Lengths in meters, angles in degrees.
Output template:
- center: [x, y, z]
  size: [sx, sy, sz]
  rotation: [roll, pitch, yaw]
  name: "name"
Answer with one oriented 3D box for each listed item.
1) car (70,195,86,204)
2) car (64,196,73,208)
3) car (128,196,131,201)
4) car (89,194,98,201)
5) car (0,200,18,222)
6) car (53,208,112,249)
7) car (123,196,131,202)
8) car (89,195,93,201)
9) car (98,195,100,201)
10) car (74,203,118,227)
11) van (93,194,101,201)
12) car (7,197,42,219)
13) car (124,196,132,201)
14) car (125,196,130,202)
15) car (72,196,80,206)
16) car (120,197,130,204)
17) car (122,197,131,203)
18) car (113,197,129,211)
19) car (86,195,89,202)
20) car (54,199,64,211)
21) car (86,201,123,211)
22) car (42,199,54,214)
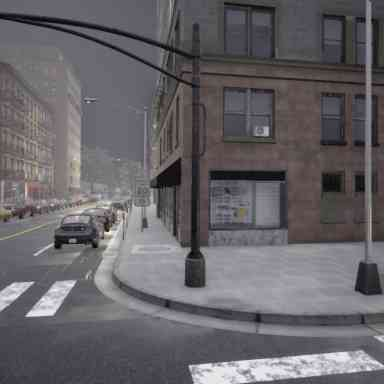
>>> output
- center: [-19.988, 1.442, 56.616]
  size: [2.192, 1.841, 5.009]
  rotation: [0, 0, -9]
  name: "car"
- center: [-18.191, 1.650, 45.799]
  size: [2.008, 1.369, 4.403]
  rotation: [0, 0, -9]
  name: "car"
- center: [-11.159, 1.593, 52.529]
  size: [1.967, 1.590, 4.097]
  rotation: [0, 0, -9]
  name: "car"
- center: [-22.685, 1.485, 72.839]
  size: [2.192, 1.841, 5.009]
  rotation: [0, 0, -9]
  name: "car"
- center: [-14.566, 1.569, 24.000]
  size: [1.752, 1.417, 4.829]
  rotation: [0, 0, -9]
  name: "car"
- center: [-4.852, 1.607, 14.677]
  size: [2.008, 1.369, 4.403]
  rotation: [0, 0, -9]
  name: "car"
- center: [-16.566, 1.790, 84.973]
  size: [2.008, 1.369, 4.403]
  rotation: [0, 0, -9]
  name: "car"
- center: [-21.788, 1.737, 67.430]
  size: [1.802, 1.307, 4.206]
  rotation: [0, 0, -9]
  name: "car"
- center: [-23.584, 1.499, 78.247]
  size: [2.192, 1.841, 5.009]
  rotation: [0, 0, -9]
  name: "car"
- center: [-5.753, 1.615, 20.084]
  size: [1.887, 1.381, 4.507]
  rotation: [0, 0, -9]
  name: "car"
- center: [-25.383, 1.555, 89.063]
  size: [1.690, 1.788, 3.998]
  rotation: [0, 0, -9]
  name: "van"
- center: [-15.492, 1.373, 29.577]
  size: [2.192, 1.841, 5.009]
  rotation: [0, 0, -9]
  name: "car"
- center: [-17.467, 1.819, 90.380]
  size: [1.947, 1.339, 4.313]
  rotation: [0, 0, -9]
  name: "car"
- center: [-10.259, 1.690, 47.121]
  size: [2.008, 1.369, 4.403]
  rotation: [0, 0, -9]
  name: "car"
- center: [-19.090, 1.679, 51.207]
  size: [1.947, 1.339, 4.313]
  rotation: [0, 0, -9]
  name: "car"
- center: [-13.863, 1.740, 68.751]
  size: [1.887, 1.381, 4.507]
  rotation: [0, 0, -9]
  name: "car"
- center: [-15.665, 1.806, 79.565]
  size: [1.802, 1.307, 4.206]
  rotation: [0, 0, -9]
  name: "car"
- center: [-9.358, 1.676, 41.713]
  size: [2.008, 1.369, 4.403]
  rotation: [0, 0, -9]
  name: "car"
- center: [-20.860, 1.666, 61.855]
  size: [1.752, 1.417, 4.829]
  rotation: [0, 0, -9]
  name: "car"
- center: [-17.291, 1.525, 40.392]
  size: [1.967, 1.590, 4.097]
  rotation: [0, 0, -9]
  name: "car"
- center: [-6.654, 1.635, 25.491]
  size: [2.008, 1.369, 4.403]
  rotation: [0, 0, -9]
  name: "car"
- center: [-16.392, 1.512, 34.984]
  size: [1.967, 1.590, 4.097]
  rotation: [0, 0, -9]
  name: "car"
